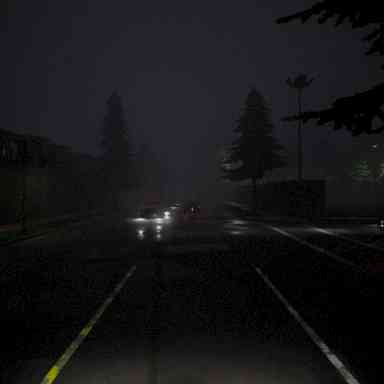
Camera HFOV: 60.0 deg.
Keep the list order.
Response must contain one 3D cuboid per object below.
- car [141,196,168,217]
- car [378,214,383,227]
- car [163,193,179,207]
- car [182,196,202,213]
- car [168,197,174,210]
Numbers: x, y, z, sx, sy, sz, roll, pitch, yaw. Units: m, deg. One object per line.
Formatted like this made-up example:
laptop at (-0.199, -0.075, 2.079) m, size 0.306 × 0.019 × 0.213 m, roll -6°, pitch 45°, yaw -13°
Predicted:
car at (-3.653, 1.471, 31.470) m, size 1.882 × 1.535 × 5.008 m, roll 0°, pitch 0°, yaw 0°
car at (13.566, 1.510, 19.425) m, size 4.902 × 1.511 × 2.128 m, roll 0°, pitch 0°, yaw 0°
car at (-3.679, 1.210, 52.510) m, size 2.150 × 2.045 × 5.566 m, roll 0°, pitch 0°, yaw 0°
car at (0.036, 1.518, 36.340) m, size 1.812 × 1.442 × 4.674 m, roll 0°, pitch 0°, yaw 0°
car at (-3.669, 1.592, 41.432) m, size 1.895 × 1.301 × 4.718 m, roll 0°, pitch 0°, yaw 0°
